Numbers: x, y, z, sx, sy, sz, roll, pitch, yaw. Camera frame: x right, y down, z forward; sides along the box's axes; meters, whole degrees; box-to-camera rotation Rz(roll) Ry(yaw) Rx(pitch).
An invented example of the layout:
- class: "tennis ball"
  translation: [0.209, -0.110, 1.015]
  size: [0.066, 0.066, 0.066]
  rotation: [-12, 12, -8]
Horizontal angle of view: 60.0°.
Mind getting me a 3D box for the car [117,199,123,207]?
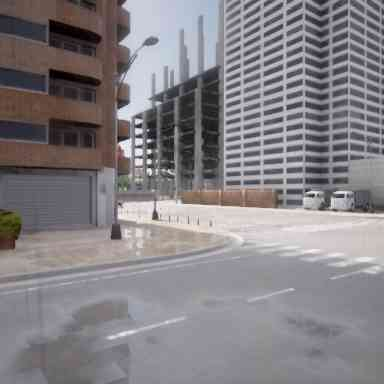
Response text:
- class: "car"
  translation: [-12.113, 1.572, 50.196]
  size: [1.882, 1.535, 5.008]
  rotation: [0, 0, -35]
